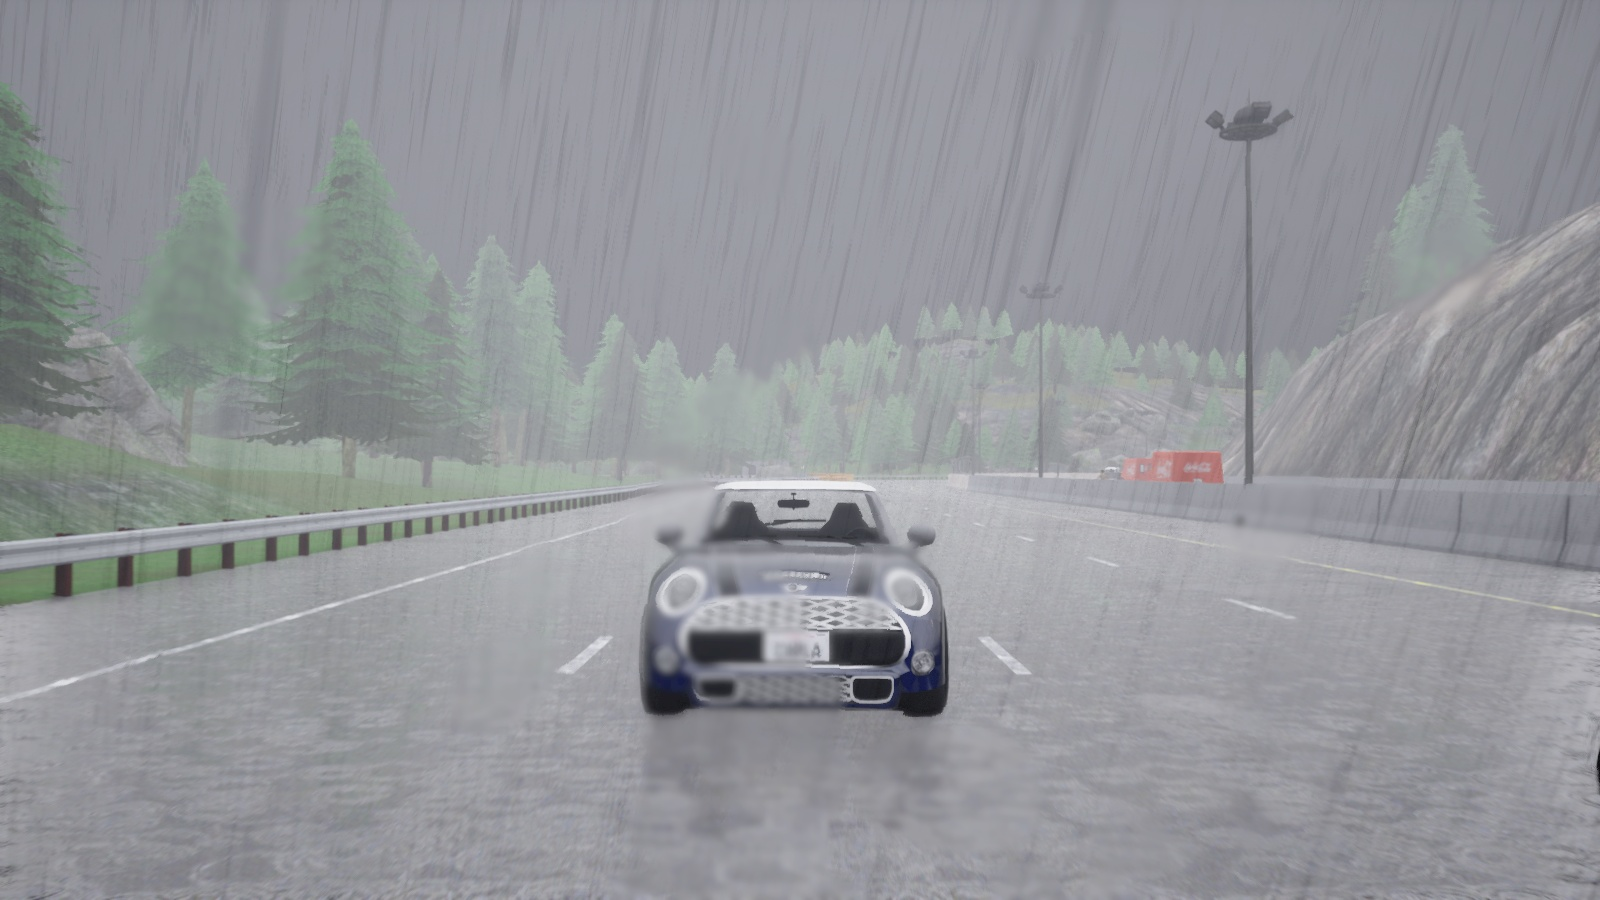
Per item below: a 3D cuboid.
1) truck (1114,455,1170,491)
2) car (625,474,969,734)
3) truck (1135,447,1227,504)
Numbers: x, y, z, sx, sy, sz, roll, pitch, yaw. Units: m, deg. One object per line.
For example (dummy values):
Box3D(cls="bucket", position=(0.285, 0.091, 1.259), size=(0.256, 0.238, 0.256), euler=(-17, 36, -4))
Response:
Box3D(cls="truck", position=(24.314, 1.608, 89.540), size=(2.627, 2.467, 5.204), euler=(0, -1, 0))
Box3D(cls="car", position=(-0.022, 0.918, 9.115), size=(1.970, 1.475, 3.806), euler=(0, -1, 0))
Box3D(cls="truck", position=(17.359, 1.144, 57.506), size=(2.627, 2.467, 5.204), euler=(0, -1, 0))
